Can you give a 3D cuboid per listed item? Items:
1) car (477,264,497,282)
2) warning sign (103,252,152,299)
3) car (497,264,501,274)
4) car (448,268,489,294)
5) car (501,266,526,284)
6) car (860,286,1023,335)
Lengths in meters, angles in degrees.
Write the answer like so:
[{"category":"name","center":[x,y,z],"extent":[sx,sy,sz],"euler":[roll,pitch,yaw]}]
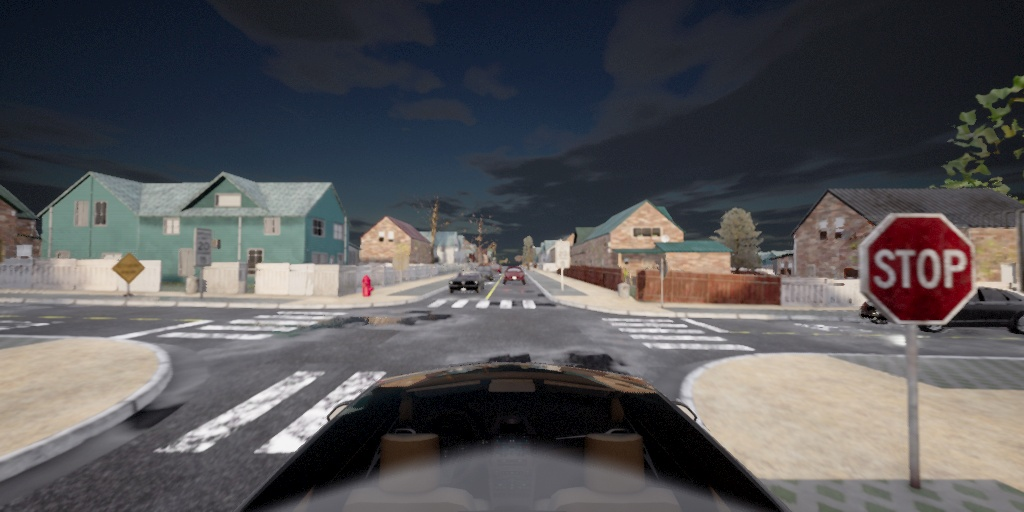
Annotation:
[{"category":"car","center":[-2.736,1.705,35.075],"extent":[1.837,1.490,4.892],"euler":[0,-1,0]},{"category":"warning sign","center":[-15.742,0.780,14.704],"extent":[1.060,1.860,1.300],"euler":[0,0,0]},{"category":"car","center":[-2.595,1.999,55.980],"extent":[1.882,1.535,5.008],"euler":[0,-1,1]},{"category":"car","center":[-2.776,1.628,22.782],"extent":[1.895,1.301,4.718],"euler":[0,-1,0]},{"category":"car","center":[0.203,1.681,32.147],"extent":[1.812,1.442,4.674],"euler":[0,-1,0]},{"category":"car","center":[14.774,1.755,12.185],"extent":[4.892,1.490,1.837],"euler":[1,-2,0]}]
